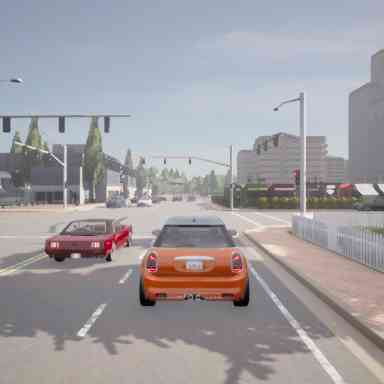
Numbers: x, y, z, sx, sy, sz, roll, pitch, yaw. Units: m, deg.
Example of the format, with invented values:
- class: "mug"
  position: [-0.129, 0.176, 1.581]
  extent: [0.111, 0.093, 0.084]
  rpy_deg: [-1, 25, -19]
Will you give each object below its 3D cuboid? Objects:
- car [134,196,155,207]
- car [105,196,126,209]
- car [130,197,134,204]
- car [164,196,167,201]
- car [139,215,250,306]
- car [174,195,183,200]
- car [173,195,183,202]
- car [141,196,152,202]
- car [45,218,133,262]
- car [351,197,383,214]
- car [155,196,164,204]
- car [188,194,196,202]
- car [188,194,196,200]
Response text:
- class: "car"
  position: [-7.115, 1.524, 50.226]
  extent: [1.812, 1.442, 4.674]
  rpy_deg: [0, 0, 0]
- class: "car"
  position: [-10.620, 1.351, 46.423]
  extent: [2.097, 1.767, 4.553]
  rpy_deg: [0, 0, 0]
- class: "car"
  position: [-10.583, 1.562, 63.694]
  extent: [1.994, 1.385, 4.181]
  rpy_deg: [0, 0, 0]
- class: "car"
  position: [-7.046, 1.587, 78.531]
  extent: [1.895, 1.301, 4.718]
  rpy_deg: [0, 0, 0]
- class: "car"
  position: [0.059, 1.352, 8.167]
  extent: [2.097, 1.767, 4.553]
  rpy_deg: [0, 0, 0]
- class: "car"
  position: [-3.552, 1.422, 87.774]
  extent: [1.994, 1.385, 4.181]
  rpy_deg: [0, 0, 0]
- class: "car"
  position: [-3.546, 1.510, 77.820]
  extent: [1.812, 1.442, 4.674]
  rpy_deg: [0, 0, 0]
- class: "car"
  position: [-10.546, 1.546, 77.915]
  extent: [1.994, 1.385, 4.181]
  rpy_deg: [0, 0, 0]
- class: "car"
  position: [-3.423, 1.600, 12.061]
  extent: [1.895, 1.301, 4.718]
  rpy_deg: [0, 0, 0]
- class: "car"
  position: [19.291, 1.350, 35.034]
  extent: [4.553, 1.767, 2.097]
  rpy_deg: [0, 0, -1]
- class: "car"
  position: [-7.080, 1.504, 63.775]
  extent: [1.837, 1.490, 4.892]
  rpy_deg: [0, -1, 0]
- class: "car"
  position: [-0.046, 1.529, 77.503]
  extent: [2.033, 1.411, 5.357]
  rpy_deg: [0, 0, 0]
- class: "car"
  position: [-0.052, 1.395, 87.778]
  extent: [2.128, 1.511, 4.902]
  rpy_deg: [0, 0, 0]
